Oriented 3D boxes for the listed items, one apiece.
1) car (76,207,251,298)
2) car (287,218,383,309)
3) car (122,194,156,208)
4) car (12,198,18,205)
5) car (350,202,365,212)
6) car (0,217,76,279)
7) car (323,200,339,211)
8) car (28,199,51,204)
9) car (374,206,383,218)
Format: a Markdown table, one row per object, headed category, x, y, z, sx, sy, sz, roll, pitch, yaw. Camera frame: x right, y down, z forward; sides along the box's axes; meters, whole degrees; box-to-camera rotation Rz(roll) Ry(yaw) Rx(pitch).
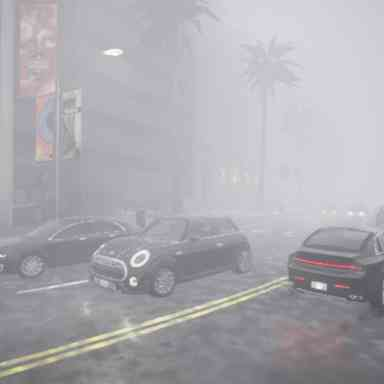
| category | x | y | z | sx | sy | sz | roll | pitch | yaw |
| --- | --- | --- | --- | --- | --- | --- | --- | --- | --- |
| car | -0.374 | 1.414 | 8.879 | 2.097 | 1.767 | 4.553 | 0 | -1 | 43 |
| car | 4.085 | 1.591 | 8.233 | 1.837 | 1.490 | 4.892 | 1 | 0 | 42 |
| car | -6.898 | 1.306 | 44.117 | 2.435 | 2.045 | 5.566 | 0 | 0 | 30 |
| car | -33.238 | 1.625 | 58.691 | 2.161 | 1.482 | 4.786 | 0 | 0 | 30 |
| car | 24.063 | 2.114 | 48.351 | 1.895 | 1.301 | 4.718 | 0 | 0 | 30 |
| car | -3.744 | 1.556 | 10.371 | 4.892 | 1.490 | 1.837 | 1 | 0 | -44 |
| car | 20.944 | 2.021 | 49.948 | 1.837 | 1.490 | 4.892 | 0 | -1 | 30 |
| car | -23.373 | 1.694 | 52.572 | 1.895 | 1.301 | 4.718 | 0 | 0 | 30 |
| car | 14.894 | 1.771 | 25.014 | 2.128 | 1.511 | 4.902 | 0 | 0 | 30 |
